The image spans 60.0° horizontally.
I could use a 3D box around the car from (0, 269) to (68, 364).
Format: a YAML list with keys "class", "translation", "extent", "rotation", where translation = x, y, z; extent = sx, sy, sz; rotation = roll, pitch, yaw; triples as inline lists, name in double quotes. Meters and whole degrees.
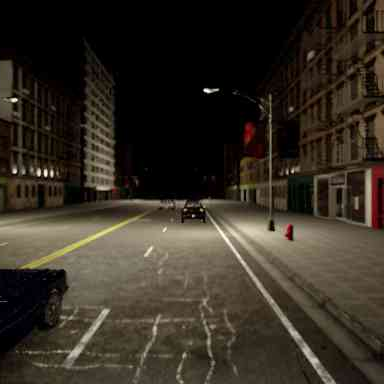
- class: "car"
  translation: [-3.150, 1.600, 3.897]
  extent: [1.895, 1.301, 4.718]
  rotation: [0, 0, 0]

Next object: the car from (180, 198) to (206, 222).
- class: "car"
  translation: [0.102, 1.488, 25.906]
  extent: [2.128, 1.511, 4.902]
  rotation: [0, 0, 0]

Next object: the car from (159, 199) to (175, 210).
- class: "car"
  translation: [-3.151, 1.595, 43.166]
  extent: [1.895, 1.301, 4.718]
  rotation: [0, 0, 0]

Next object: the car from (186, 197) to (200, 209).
- class: "car"
  translation: [0.105, 1.519, 47.004]
  extent: [1.812, 1.442, 4.674]
  rotation: [0, 0, 0]
